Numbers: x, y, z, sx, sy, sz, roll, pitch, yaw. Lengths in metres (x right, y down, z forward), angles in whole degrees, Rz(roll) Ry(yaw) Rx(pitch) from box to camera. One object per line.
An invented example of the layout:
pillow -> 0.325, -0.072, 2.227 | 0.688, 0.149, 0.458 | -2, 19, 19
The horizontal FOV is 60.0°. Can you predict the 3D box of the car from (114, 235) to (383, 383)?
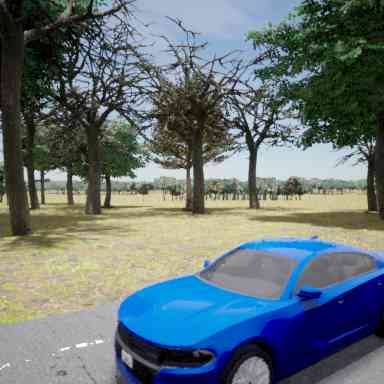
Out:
car -> 1.347, 1.476, 4.953 | 5.008, 1.535, 1.882 | 0, 0, -36
